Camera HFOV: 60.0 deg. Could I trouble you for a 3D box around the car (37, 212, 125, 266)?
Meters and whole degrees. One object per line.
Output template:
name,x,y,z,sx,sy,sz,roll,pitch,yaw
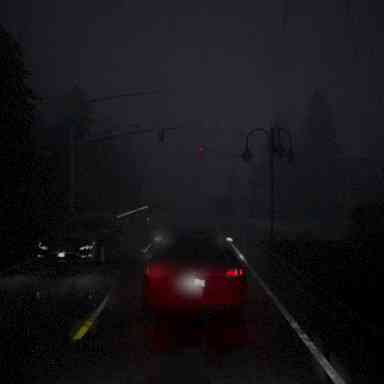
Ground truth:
car,-3.630,1.505,11.659,1.837,1.490,4.892,0,0,0

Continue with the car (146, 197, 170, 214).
car,-3.696,1.526,35.720,1.812,1.442,4.674,0,0,0

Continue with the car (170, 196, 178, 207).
car,-3.731,1.489,50.957,2.128,1.511,4.902,0,0,0

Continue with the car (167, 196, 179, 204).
car,-3.699,1.547,66.061,2.033,1.411,5.357,0,0,0

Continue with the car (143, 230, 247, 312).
car,0.056,1.564,7.815,1.994,1.385,4.181,0,0,0
